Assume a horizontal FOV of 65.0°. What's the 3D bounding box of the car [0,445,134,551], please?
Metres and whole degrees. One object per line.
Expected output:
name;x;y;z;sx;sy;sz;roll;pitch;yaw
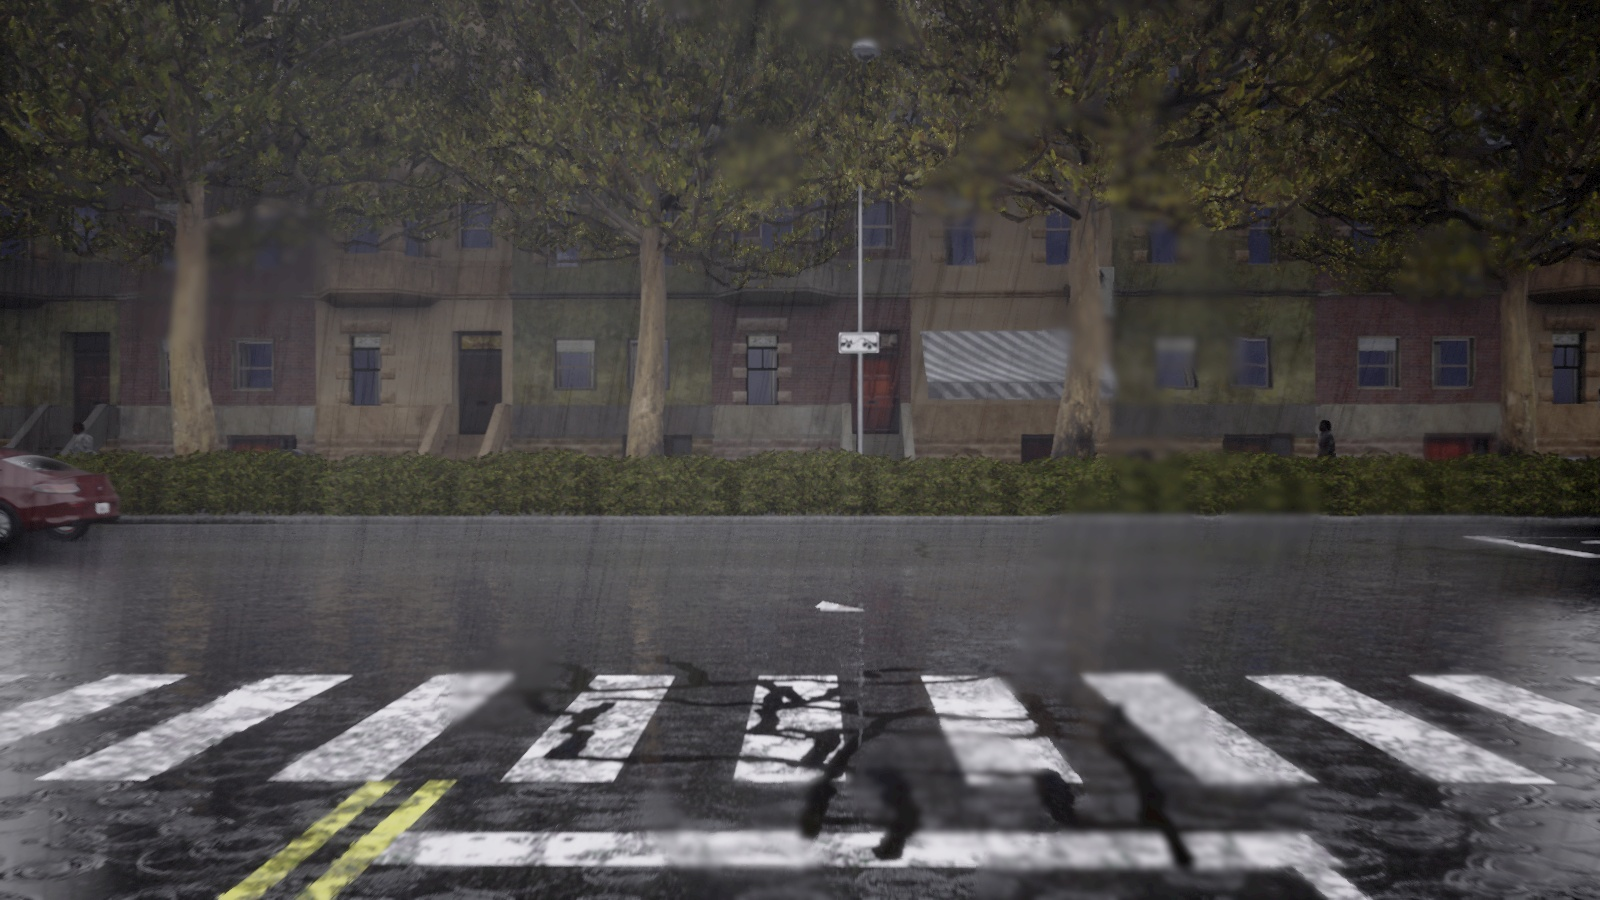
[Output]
car;-12.475;0.654;18.223;4.674;1.442;1.812;0;0;1

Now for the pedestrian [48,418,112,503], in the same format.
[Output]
pedestrian;-15.924;0.226;27.777;0.900;1.855;0.874;0;0;2

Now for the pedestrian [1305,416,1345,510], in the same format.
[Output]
pedestrian;10.862;0.259;25.983;0.666;1.930;0.402;0;0;3
